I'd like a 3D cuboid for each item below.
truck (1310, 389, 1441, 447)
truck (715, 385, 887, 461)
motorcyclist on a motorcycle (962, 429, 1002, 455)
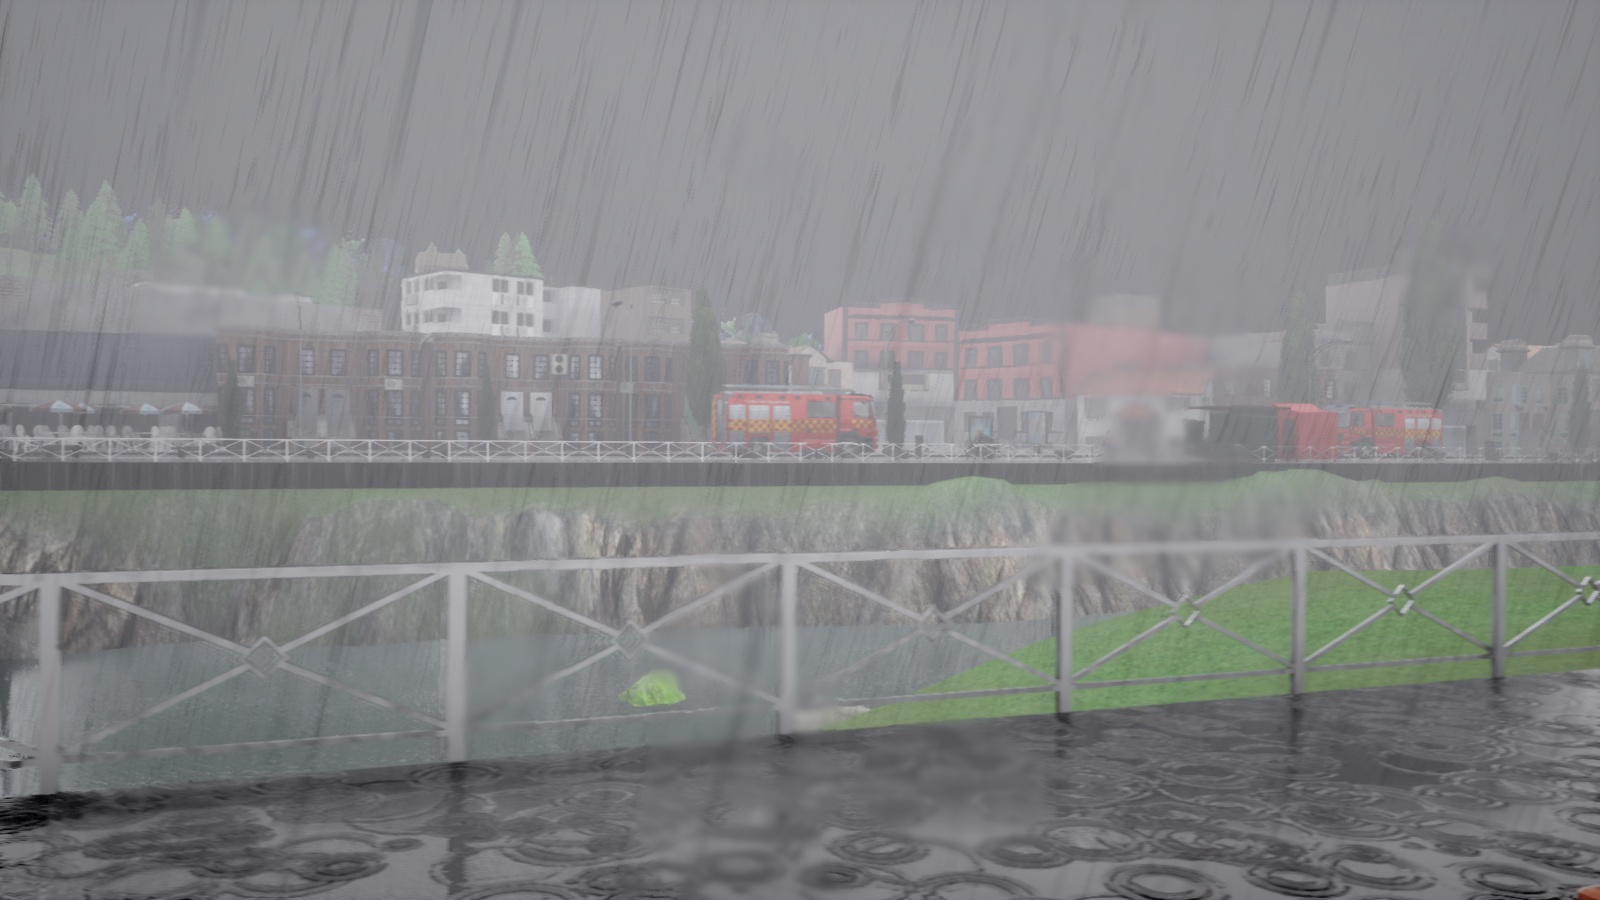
[{"bbox_3d":[38.739,-2.160,84.465,8.468,3.827,2.891,-1,1,-21],"label":"truck"},{"bbox_3d":[0.085,-1.433,65.500,8.468,3.827,2.891,-1,1,-21],"label":"truck"},{"bbox_3d":[10.711,-0.484,73.830,2.191,1.530,0.866,-1,1,-21],"label":"motorcyclist on a motorcycle"}]
